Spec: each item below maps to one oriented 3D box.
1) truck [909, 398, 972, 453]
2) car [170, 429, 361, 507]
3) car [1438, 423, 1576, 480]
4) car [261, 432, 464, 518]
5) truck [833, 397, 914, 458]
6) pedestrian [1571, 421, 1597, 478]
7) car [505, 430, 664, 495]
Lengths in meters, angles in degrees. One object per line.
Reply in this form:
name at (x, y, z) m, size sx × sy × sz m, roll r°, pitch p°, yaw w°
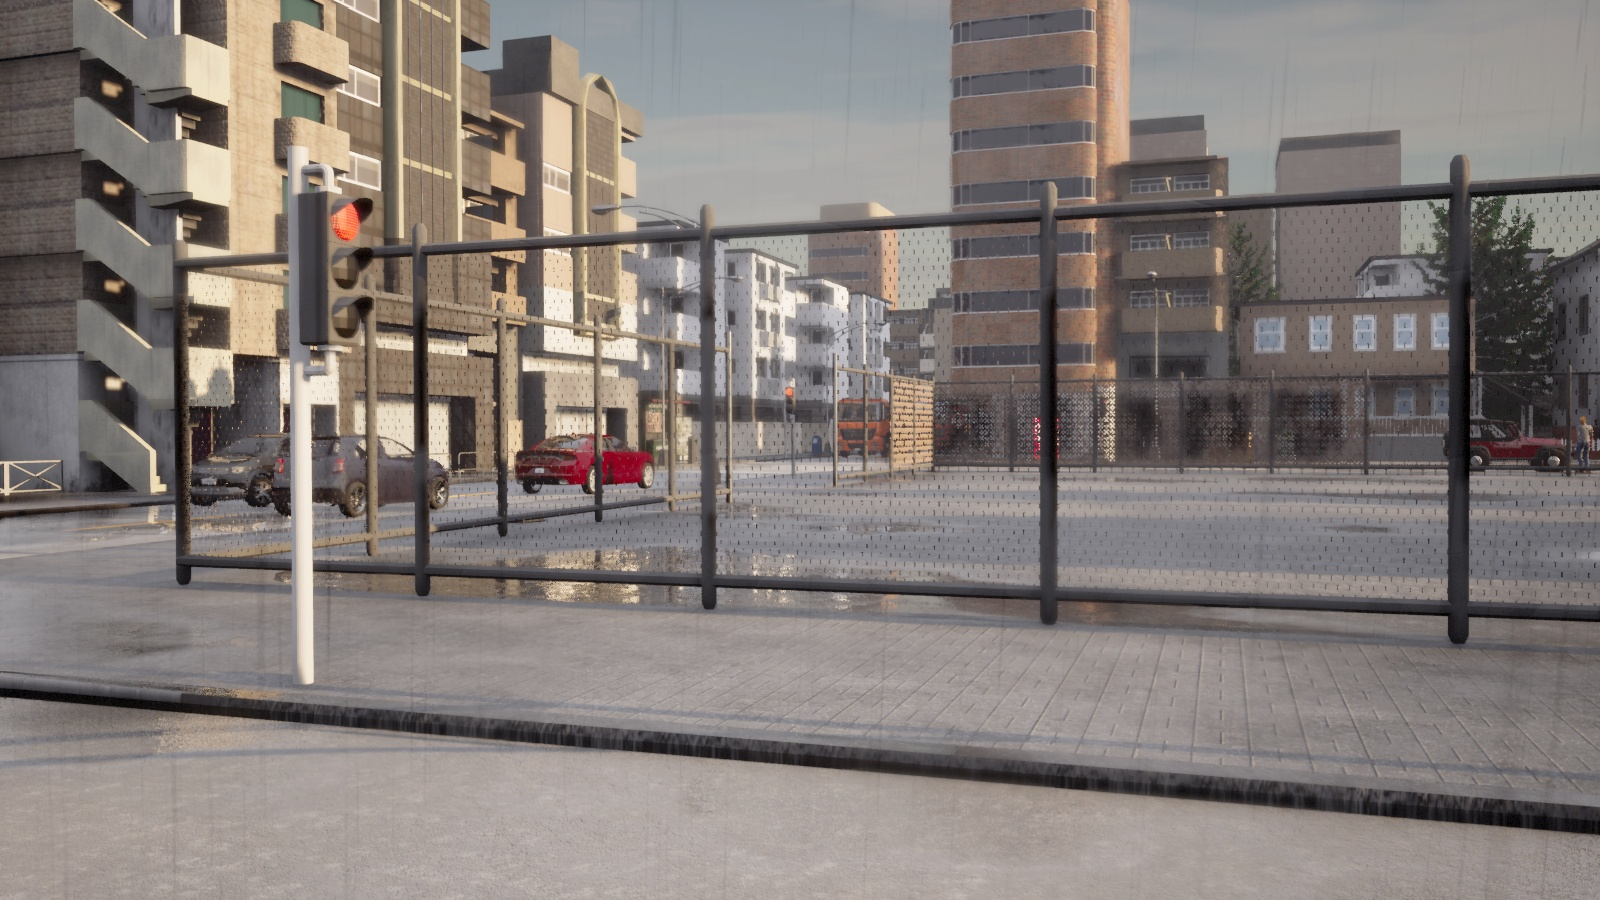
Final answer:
truck at (10.383, -1.776, 92.243) m, size 2.891 × 3.827 × 8.468 m, roll 1°, pitch 1°, yaw 18°
car at (-11.484, 0.323, 27.251) m, size 1.789 × 1.549 × 3.705 m, roll 1°, pitch 1°, yaw 19°
car at (24.331, 0.020, 43.354) m, size 3.866 × 1.878 × 1.905 m, roll 1°, pitch 1°, yaw 19°
car at (-8.307, 0.420, 24.158) m, size 1.845 × 1.501 × 3.633 m, roll 1°, pitch 1°, yaw 19°
truck at (4.478, -1.336, 74.755) m, size 2.891 × 3.462 × 7.936 m, roll 1°, pitch 1°, yaw 18°
pedestrian at (25.090, -0.020, 40.199) m, size 0.354 × 1.836 × 0.706 m, roll 0°, pitch 1°, yaw 1°
car at (-5.473, 0.262, 32.603) m, size 1.882 × 1.535 × 5.008 m, roll 1°, pitch 1°, yaw 19°
